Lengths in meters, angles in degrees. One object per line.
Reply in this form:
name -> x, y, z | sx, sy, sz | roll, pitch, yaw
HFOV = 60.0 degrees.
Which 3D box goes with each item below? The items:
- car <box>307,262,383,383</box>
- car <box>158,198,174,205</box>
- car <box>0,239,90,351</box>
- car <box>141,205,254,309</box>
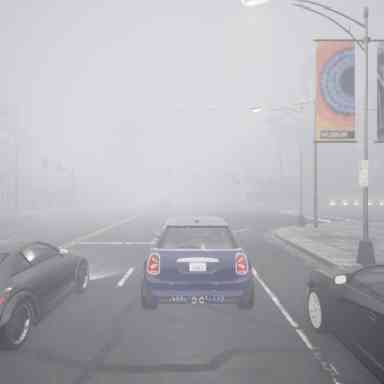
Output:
car -> 2.901, 1.480, 3.734 | 2.097, 1.535, 5.008 | 0, 0, 0
car -> -3.391, 1.547, 43.621 | 2.033, 1.411, 5.357 | 0, 0, 0
car -> -3.399, 1.564, 6.199 | 1.994, 1.385, 4.181 | 0, 0, 0
car -> 0.101, 1.352, 8.018 | 2.097, 1.767, 4.553 | 0, 0, 0
